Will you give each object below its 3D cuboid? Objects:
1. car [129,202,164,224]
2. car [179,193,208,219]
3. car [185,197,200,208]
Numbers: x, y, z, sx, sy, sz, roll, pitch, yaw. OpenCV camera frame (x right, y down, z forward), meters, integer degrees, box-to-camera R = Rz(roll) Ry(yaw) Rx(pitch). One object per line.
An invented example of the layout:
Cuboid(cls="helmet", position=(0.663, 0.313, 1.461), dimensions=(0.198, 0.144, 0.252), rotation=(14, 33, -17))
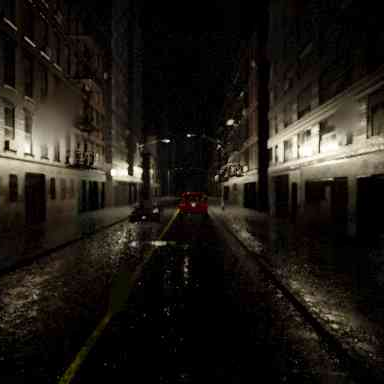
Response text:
Cuboid(cls="car", position=(-3.071, 1.425, 23.137), dimensions=(1.994, 1.385, 4.181), rotation=(0, 0, 0))
Cuboid(cls="car", position=(0.115, 1.056, 27.264), dimensions=(2.150, 2.045, 5.566), rotation=(0, 0, 0))
Cuboid(cls="car", position=(0.113, 1.333, 44.326), dimensions=(1.895, 1.301, 4.718), rotation=(0, 0, 0))
